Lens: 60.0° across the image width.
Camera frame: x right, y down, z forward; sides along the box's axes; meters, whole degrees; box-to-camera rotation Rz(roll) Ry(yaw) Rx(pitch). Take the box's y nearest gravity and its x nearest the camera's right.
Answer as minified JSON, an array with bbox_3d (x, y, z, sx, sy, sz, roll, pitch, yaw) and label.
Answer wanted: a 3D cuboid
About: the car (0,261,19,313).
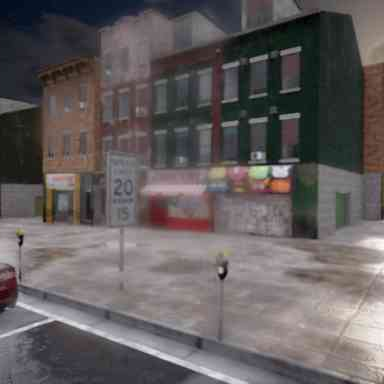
[{"bbox_3d":[-5.169,1.622,6.474,4.507,1.381,1.887,-1,1,36],"label":"car"}]
